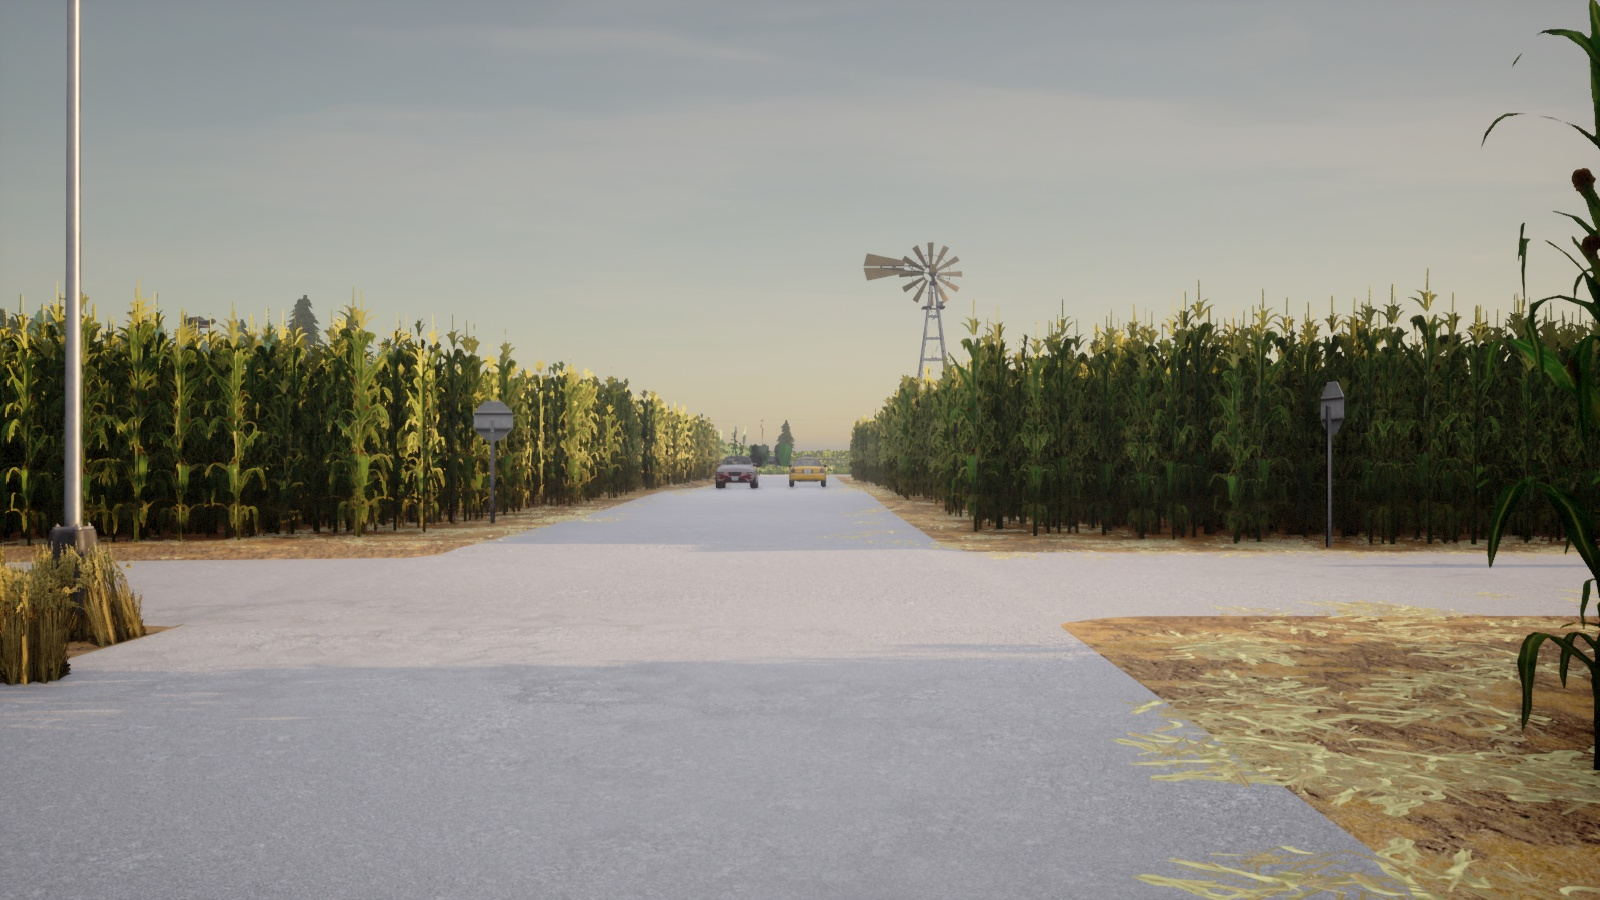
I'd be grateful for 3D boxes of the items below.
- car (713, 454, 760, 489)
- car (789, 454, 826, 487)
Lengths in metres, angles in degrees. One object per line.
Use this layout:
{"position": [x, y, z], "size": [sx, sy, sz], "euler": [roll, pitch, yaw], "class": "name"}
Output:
{"position": [-2.767, 0.967, 55.309], "size": [1.816, 1.474, 4.193], "euler": [0, -1, 0], "class": "car"}
{"position": [0.377, 1.022, 62.838], "size": [1.801, 1.575, 5.366], "euler": [0, -1, 0], "class": "car"}
